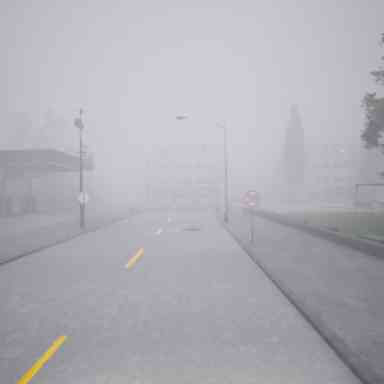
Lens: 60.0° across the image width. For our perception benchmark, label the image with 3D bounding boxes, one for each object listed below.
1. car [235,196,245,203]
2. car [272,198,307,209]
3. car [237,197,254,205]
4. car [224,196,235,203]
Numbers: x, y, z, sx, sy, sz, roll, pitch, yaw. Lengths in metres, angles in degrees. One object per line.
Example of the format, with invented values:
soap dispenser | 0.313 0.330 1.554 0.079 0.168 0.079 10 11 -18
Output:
car | 11.328 1.736 70.129 1.853 1.218 4.536 0 0 30
car | 13.632 1.619 46.609 4.892 1.490 1.837 0 0 1
car | 11.355 1.894 70.173 2.038 1.542 4.974 0 0 30
car | 8.559 1.667 70.530 3.633 1.501 1.845 0 0 11
